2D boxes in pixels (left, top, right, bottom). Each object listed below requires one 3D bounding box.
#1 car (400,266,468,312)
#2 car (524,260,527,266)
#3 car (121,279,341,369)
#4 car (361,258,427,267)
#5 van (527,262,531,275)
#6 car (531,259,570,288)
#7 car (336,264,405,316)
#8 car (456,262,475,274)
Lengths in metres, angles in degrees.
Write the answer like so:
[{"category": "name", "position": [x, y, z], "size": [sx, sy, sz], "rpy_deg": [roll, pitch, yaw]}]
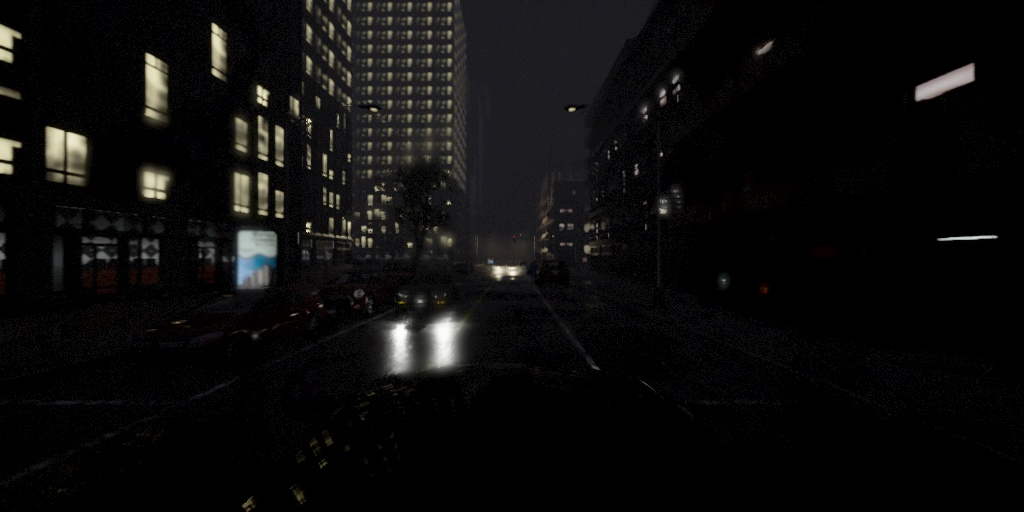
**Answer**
[{"category": "car", "position": [-3.101, 1.306, 14.530], "size": [1.837, 1.490, 4.892], "rpy_deg": [0, 0, 0]}, {"category": "car", "position": [2.684, 1.353, 41.085], "size": [1.967, 1.591, 4.097], "rpy_deg": [0, 0, 0]}, {"category": "car", "position": [-5.691, 1.355, 7.778], "size": [1.802, 1.307, 4.207], "rpy_deg": [0, 0, 0]}, {"category": "car", "position": [-5.692, 1.133, 18.880], "size": [2.192, 1.841, 5.009], "rpy_deg": [0, 0, 0]}, {"category": "van", "position": [2.685, 1.230, 35.535], "size": [1.690, 1.789, 3.998], "rpy_deg": [0, 0, 0]}, {"category": "car", "position": [2.687, 1.157, 24.433], "size": [2.192, 1.841, 5.009], "rpy_deg": [0, 0, 0]}, {"category": "car", "position": [-5.692, 1.235, 13.329], "size": [1.967, 1.591, 4.097], "rpy_deg": [0, 0, 0]}, {"category": "car", "position": [-5.696, 1.478, 41.083], "size": [1.948, 1.339, 4.313], "rpy_deg": [0, 0, 0]}]
